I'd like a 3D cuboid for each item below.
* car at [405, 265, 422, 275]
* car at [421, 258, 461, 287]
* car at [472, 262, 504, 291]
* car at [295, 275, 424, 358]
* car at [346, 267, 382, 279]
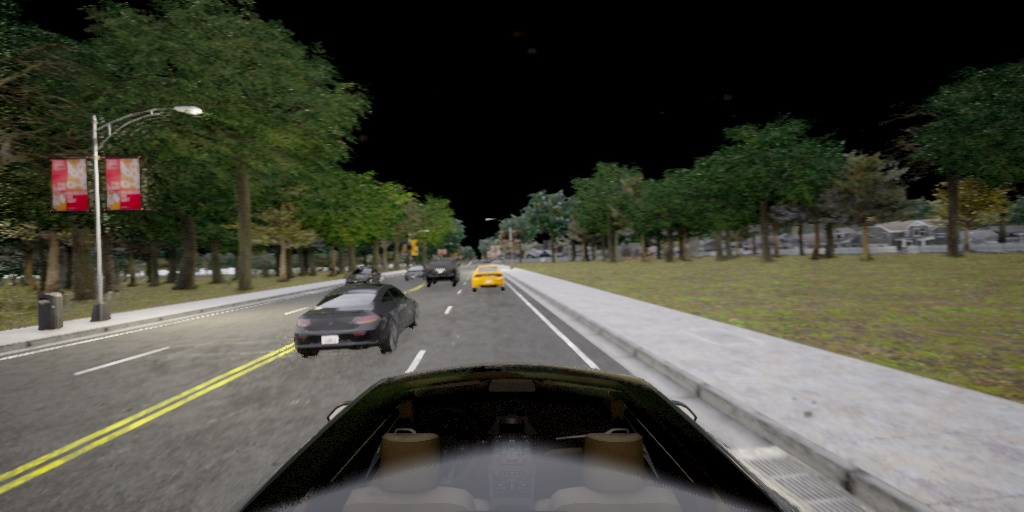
[{"bbox_3d":[-9.329,1.666,35.476,1.812,1.442,4.674,-2,0,-5],"label":"car"},{"bbox_3d":[-5.197,1.205,27.525,2.150,2.045,5.566,-2,0,-5],"label":"car"},{"bbox_3d":[-1.553,1.332,23.050,1.882,1.535,5.008,-2,0,-5],"label":"car"},{"bbox_3d":[-3.585,1.404,8.959,1.812,1.442,4.674,-2,0,-5],"label":"car"},{"bbox_3d":[-12.080,1.712,29.556,1.837,1.490,4.892,-2,0,-5],"label":"car"}]
